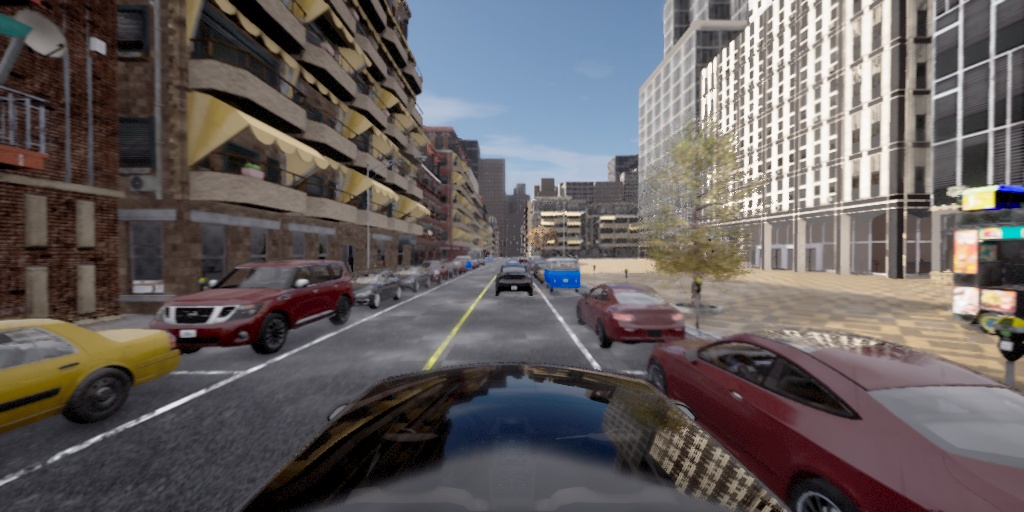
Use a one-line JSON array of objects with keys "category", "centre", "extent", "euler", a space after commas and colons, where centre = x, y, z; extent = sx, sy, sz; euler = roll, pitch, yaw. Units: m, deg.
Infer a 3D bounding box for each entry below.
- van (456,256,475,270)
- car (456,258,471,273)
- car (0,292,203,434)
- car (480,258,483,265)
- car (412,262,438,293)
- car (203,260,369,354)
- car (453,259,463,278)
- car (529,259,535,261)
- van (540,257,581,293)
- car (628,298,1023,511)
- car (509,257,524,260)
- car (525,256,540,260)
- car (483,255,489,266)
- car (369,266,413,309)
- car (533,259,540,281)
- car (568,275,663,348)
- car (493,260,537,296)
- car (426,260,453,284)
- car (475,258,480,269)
[{"category": "van", "centre": [-5.680, 0.900, 41.979], "extent": [1.690, 1.789, 3.998], "euler": [0, 0, 0]}, {"category": "car", "centre": [-5.681, 1.128, 36.451], "extent": [1.888, 1.381, 4.507], "euler": [0, 0, 0]}, {"category": "car", "centre": [-5.690, 1.268, 3.123], "extent": [1.751, 1.417, 4.829], "euler": [0, 0, 0]}, {"category": "car", "centre": [-5.678, 1.096, 53.030], "extent": [1.802, 1.307, 4.207], "euler": [0, 0, 0]}, {"category": "car", "centre": [-5.685, 1.210, 19.873], "extent": [2.007, 1.370, 4.403], "euler": [0, 0, 0]}, {"category": "car", "centre": [-5.689, 1.029, 8.819], "extent": [2.192, 1.841, 5.009], "euler": [0, 0, 0]}, {"category": "car", "centre": [-5.683, 1.173, 30.925], "extent": [1.948, 1.339, 4.313], "euler": [0, 0, 0]}, {"category": "car", "centre": [2.698, 1.173, 30.923], "extent": [1.948, 1.339, 4.313], "euler": [0, 0, 0]}, {"category": "van", "centre": [2.695, 0.999, 19.870], "extent": [1.690, 1.789, 3.998], "euler": [0, 0, 0]}, {"category": "car", "centre": [2.690, 1.323, 3.291], "extent": [1.802, 1.307, 4.207], "euler": [0, 0, 0]}, {"category": "car", "centre": [0.112, 1.087, 41.475], "extent": [1.812, 1.442, 4.674], "euler": [0, 0, 0]}, {"category": "car", "centre": [2.699, 1.022, 36.449], "extent": [1.967, 1.591, 4.097], "euler": [0, 0, 0]}, {"category": "car", "centre": [-5.674, 1.035, 64.084], "extent": [1.948, 1.339, 4.313], "euler": [0, 0, 0]}, {"category": "car", "centre": [-5.687, 1.236, 14.346], "extent": [2.007, 1.370, 4.403], "euler": [0, 0, 0]}, {"category": "car", "centre": [2.696, 1.158, 25.565], "extent": [1.751, 1.417, 4.829], "euler": [0, 0, 0]}, {"category": "car", "centre": [2.691, 1.295, 8.816], "extent": [1.802, 1.307, 4.207], "euler": [0, 0, 0]}, {"category": "car", "centre": [0.101, 1.171, 18.718], "extent": [1.837, 1.490, 4.892], "euler": [0, 1, 0]}, {"category": "car", "centre": [-5.684, 1.073, 25.398], "extent": [1.967, 1.591, 4.097], "euler": [0, 0, 0]}, {"category": "car", "centre": [-5.679, 1.118, 47.504], "extent": [1.802, 1.307, 4.207], "euler": [0, 0, 0]}]
